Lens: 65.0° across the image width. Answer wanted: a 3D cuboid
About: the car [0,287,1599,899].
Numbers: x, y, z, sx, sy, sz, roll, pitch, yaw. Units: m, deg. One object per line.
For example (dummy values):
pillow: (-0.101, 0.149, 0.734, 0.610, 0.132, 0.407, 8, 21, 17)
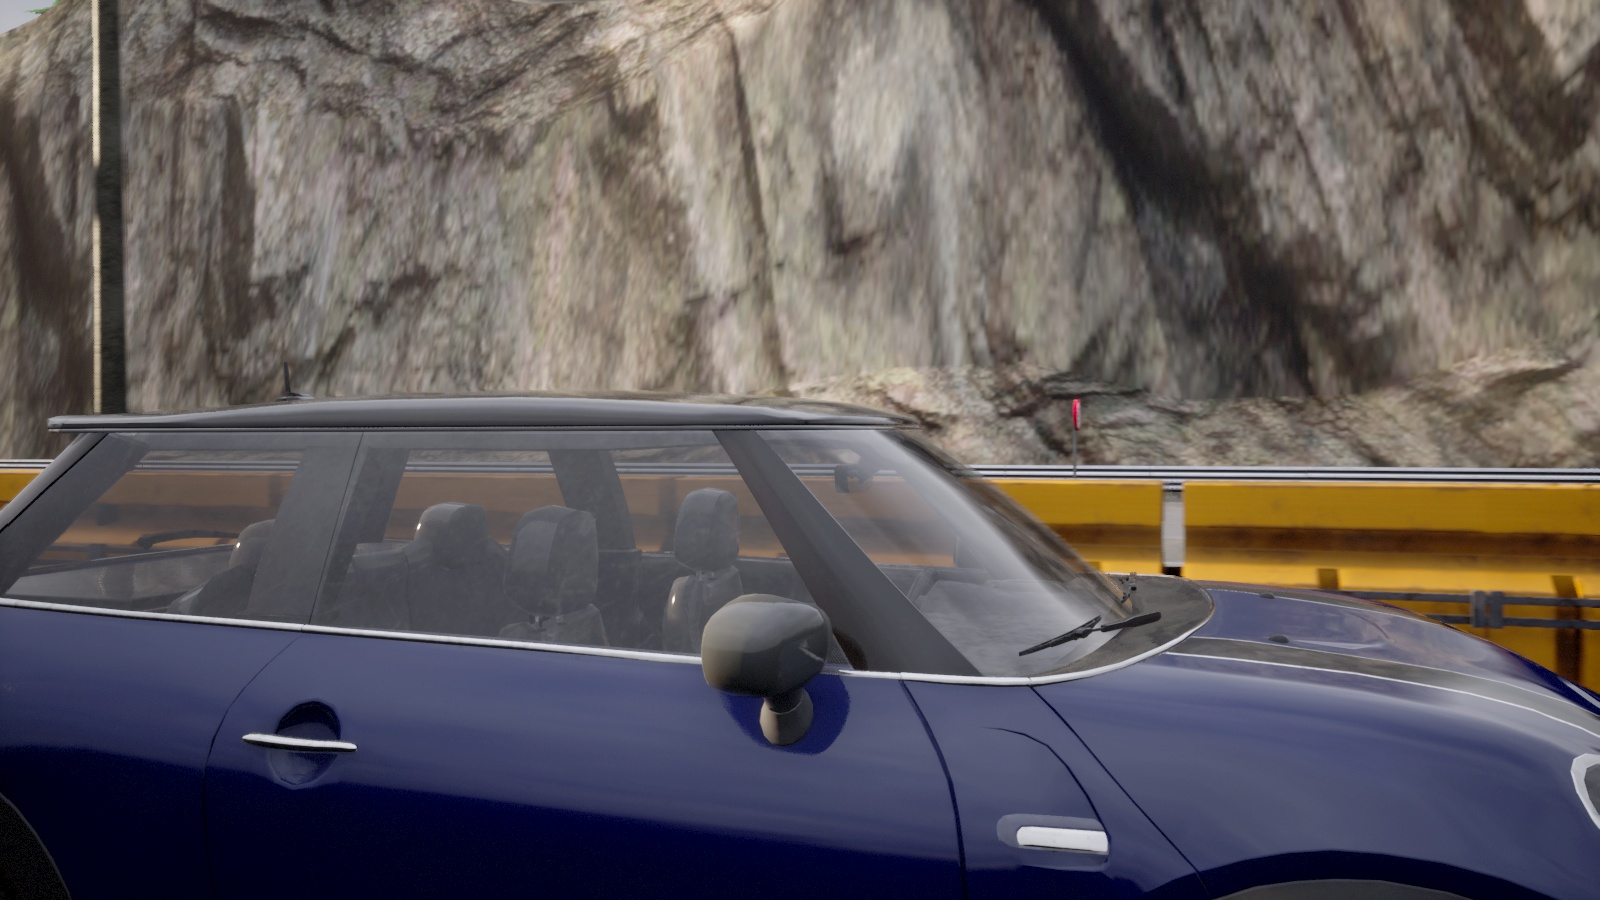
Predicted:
car: (-0.130, 0.633, 3.235, 4.553, 1.767, 2.097, 1, 1, 18)
